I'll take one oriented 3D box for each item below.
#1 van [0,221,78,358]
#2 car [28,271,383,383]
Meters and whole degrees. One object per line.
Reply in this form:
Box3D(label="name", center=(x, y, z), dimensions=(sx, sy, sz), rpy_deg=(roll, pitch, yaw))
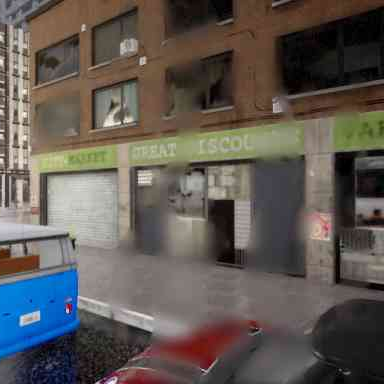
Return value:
Box3D(label="van", center=(-3.528, 1.343, 5.228), dimensions=(3.998, 1.788, 1.690), rpy_deg=(0, 0, 35))
Box3D(label="car", center=(1.112, 1.440, 1.933), dimensions=(4.097, 1.590, 1.967), rpy_deg=(0, 0, 35))
